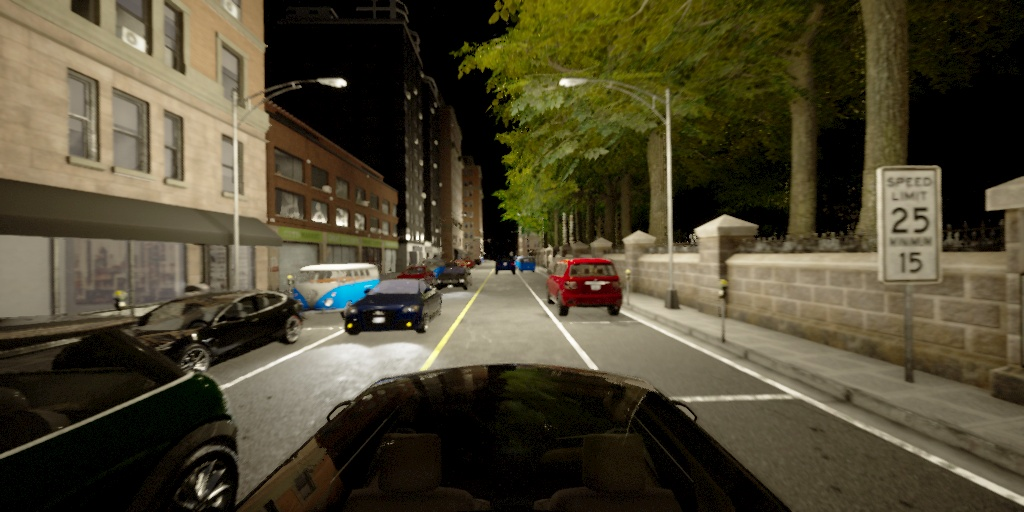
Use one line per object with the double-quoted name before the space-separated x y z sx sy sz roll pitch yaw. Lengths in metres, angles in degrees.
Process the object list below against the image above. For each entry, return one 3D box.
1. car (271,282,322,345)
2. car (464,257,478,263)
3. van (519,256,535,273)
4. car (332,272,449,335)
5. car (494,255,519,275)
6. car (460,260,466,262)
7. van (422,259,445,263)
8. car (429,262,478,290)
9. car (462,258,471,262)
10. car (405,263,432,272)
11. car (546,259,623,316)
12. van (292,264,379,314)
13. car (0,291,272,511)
"car" -5.936 1.407 7.143 1.948 1.339 4.313 0 0 -1
"car" -7.151 1.097 58.074 2.192 1.841 5.009 0 0 -1
"van" 1.774 1.015 41.328 1.690 1.789 3.998 0 0 -1
"car" -3.280 1.360 10.668 1.994 1.385 4.181 -1 0 -2
"car" -0.750 0.941 38.927 2.150 2.045 5.566 -1 0 -2
"car" -6.747 1.393 41.097 1.802 1.307 4.207 0 0 -1
"van" -6.476 1.166 29.779 1.690 1.789 3.998 0 0 -1
"car" -3.559 1.335 22.974 2.033 1.411 5.357 -1 0 -1
"car" -6.882 1.348 46.756 1.888 1.381 4.507 0 0 -1
"car" -6.341 1.376 24.120 1.888 1.381 4.507 0 0 -1
"car" 2.449 1.017 13.045 2.192 1.841 5.009 0 0 -1
"van" -6.071 1.180 12.802 1.690 1.789 3.998 0 0 -1
"car" -3.039 1.151 0.722 2.097 1.767 4.553 -1 0 -1
